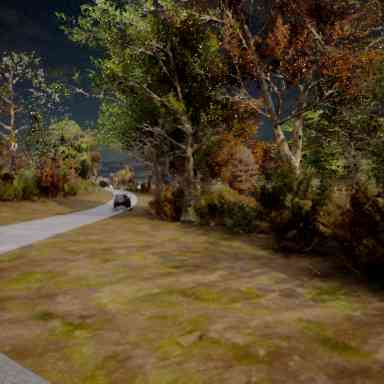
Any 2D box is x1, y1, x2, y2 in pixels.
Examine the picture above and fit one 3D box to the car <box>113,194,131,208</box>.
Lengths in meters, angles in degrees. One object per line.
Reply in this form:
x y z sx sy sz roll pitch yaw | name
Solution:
-10.642 1.354 50.901 2.150 2.045 5.566 -1 1 -5 | car
